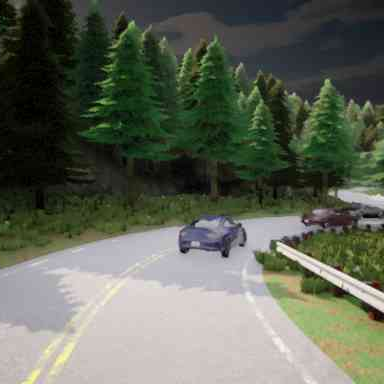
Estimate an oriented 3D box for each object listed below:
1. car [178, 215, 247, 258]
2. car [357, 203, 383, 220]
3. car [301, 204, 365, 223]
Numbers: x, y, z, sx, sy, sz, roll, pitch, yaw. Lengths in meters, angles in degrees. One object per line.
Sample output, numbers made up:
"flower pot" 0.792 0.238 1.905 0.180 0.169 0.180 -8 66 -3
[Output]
"car" 0.942 1.642 13.446 1.812 1.442 4.674 2 0 21
"car" 14.948 1.709 29.255 4.181 1.385 1.994 0 4 -20
"car" 9.834 1.824 23.751 4.674 1.442 1.812 1 4 -29
